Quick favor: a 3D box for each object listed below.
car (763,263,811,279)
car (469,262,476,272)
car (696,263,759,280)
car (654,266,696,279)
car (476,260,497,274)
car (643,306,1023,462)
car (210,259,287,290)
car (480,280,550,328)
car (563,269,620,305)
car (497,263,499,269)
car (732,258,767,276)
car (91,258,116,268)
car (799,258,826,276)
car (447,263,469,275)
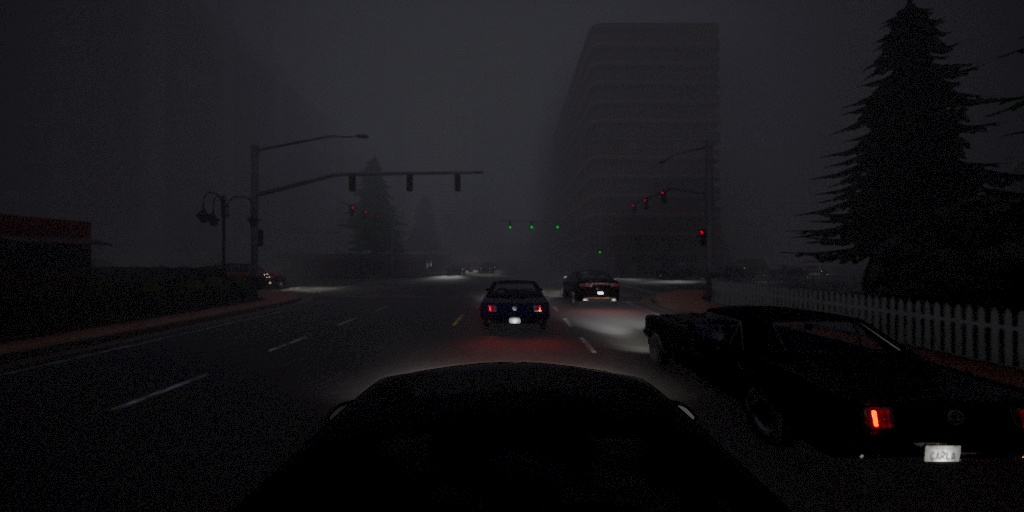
[{"bbox_3d":[27.912,1.608,36.322,4.718,1.301,1.895,0,-1,-31],"label":"car"},{"bbox_3d":[-7.104,1.786,55.644,2.033,1.411,5.357,0,-1,0],"label":"car"},{"bbox_3d":[19.563,1.575,32.559,4.718,1.301,1.895,0,-1,-18],"label":"car"},{"bbox_3d":[16.581,1.600,35.408,4.718,1.301,1.895,0,-1,-14],"label":"car"},{"bbox_3d":[-3.608,1.673,50.890,1.882,1.535,5.008,0,-1,0],"label":"car"},{"bbox_3d":[3.600,1.383,5.219,1.895,1.301,4.718,0,-1,0],"label":"car"},{"bbox_3d":[-17.225,1.242,23.254,4.553,1.767,2.097,0,-1,0],"label":"car"},{"bbox_3d":[0.078,1.442,11.707,1.895,1.301,4.718,0,-1,0],"label":"car"},{"bbox_3d":[3.590,1.366,16.996,1.882,1.535,5.008,0,0,0],"label":"car"},{"bbox_3d":[-3.588,1.792,60.988,1.837,1.490,4.892,0,-1,0],"label":"car"},{"bbox_3d":[25.641,1.254,39.015,5.566,2.045,2.150,0,-1,-31],"label":"car"},{"bbox_3d":[-27.780,1.111,23.189,5.566,2.045,2.150,0,-1,0],"label":"car"},{"bbox_3d":[35.558,1.284,42.365,2.150,2.045,5.566,0,-1,44],"label":"car"},{"bbox_3d":[-7.110,1.752,45.993,1.895,1.301,4.718,0,-1,0],"label":"car"}]
